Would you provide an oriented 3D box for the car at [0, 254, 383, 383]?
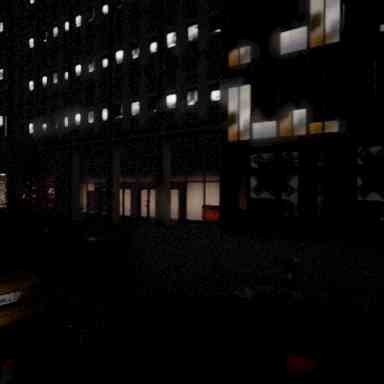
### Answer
[{"bbox_3d":[0.172,1.440,2.741,4.097,1.590,1.967,0,1,36],"label":"car"}]

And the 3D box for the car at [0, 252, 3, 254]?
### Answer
[{"bbox_3d":[-4.591,1.523,6.143,4.829,1.417,1.752,0,1,36],"label":"car"}]
